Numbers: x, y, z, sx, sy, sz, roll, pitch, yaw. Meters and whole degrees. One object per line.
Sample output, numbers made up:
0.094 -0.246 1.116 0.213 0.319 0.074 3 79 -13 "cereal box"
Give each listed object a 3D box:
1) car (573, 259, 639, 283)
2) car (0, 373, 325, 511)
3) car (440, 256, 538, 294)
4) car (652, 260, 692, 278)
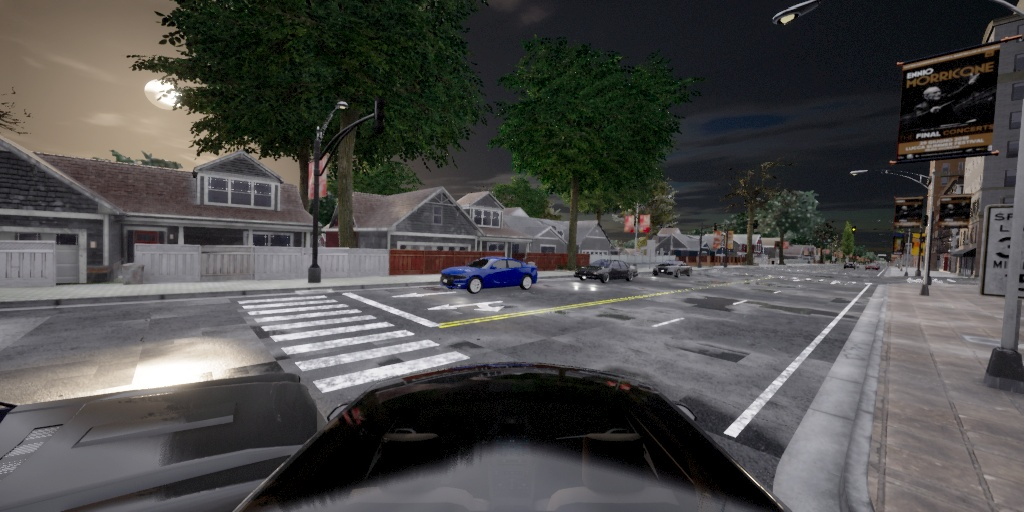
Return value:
6.302 0.928 23.424 5.357 1.411 2.033 1 2 -43 "car"
-3.318 1.273 1.430 4.718 1.301 1.895 1 2 -33 "car"
-0.943 0.778 16.588 5.008 1.535 1.882 1 2 -43 "car"
13.580 1.029 30.262 4.181 1.385 1.994 1 2 -44 "car"
